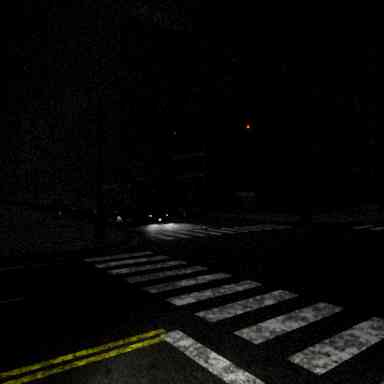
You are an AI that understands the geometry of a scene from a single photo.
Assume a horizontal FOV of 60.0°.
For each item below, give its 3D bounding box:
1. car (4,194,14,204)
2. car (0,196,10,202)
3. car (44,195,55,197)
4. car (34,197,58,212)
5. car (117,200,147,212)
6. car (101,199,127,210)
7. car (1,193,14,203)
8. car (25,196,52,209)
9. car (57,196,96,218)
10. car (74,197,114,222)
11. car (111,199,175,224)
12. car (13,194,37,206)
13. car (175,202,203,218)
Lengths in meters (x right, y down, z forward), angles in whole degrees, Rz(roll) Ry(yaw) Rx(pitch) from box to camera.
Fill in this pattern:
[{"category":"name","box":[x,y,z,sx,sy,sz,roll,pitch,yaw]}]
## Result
[{"category":"car","box":[-32.842,1.549,61.566,2.008,1.369,4.403,0,0,-35]},{"category":"car","box":[-42.433,1.596,75.032,1.802,1.307,4.206,0,0,-35]},{"category":"car","box":[-29.502,1.474,70.710,1.967,1.590,4.097,0,0,-35]},{"category":"car","box":[-16.856,1.561,39.123,1.802,1.307,4.206,0,0,-35]},{"category":"car","box":[-7.123,1.590,39.290,1.802,1.307,4.206,0,0,-35]},{"category":"car","box":[-10.320,1.575,43.778,1.947,1.339,4.313,0,0,-35]},{"category":"car","box":[-39.236,1.554,70.543,1.887,1.381,4.507,0,0,-35]},{"category":"car","box":[-20.053,1.531,43.611,2.008,1.369,4.403,0,0,-35]},{"category":"car","box":[-10.462,1.419,30.146,1.967,1.590,4.097,0,0,-35]},{"category":"car","box":[-7.265,1.421,25.657,1.967,1.590,4.097,0,0,-35]},{"category":"car","box":[-3.828,1.538,25.173,2.033,1.411,5.357,0,0,-37]},{"category":"car","box":[-26.447,1.428,52.588,1.967,1.590,4.097,0,0,-35]},{"category":"car","box":[-0.729,1.576,30.312,1.947,1.339,4.313,0,0,-35]}]
